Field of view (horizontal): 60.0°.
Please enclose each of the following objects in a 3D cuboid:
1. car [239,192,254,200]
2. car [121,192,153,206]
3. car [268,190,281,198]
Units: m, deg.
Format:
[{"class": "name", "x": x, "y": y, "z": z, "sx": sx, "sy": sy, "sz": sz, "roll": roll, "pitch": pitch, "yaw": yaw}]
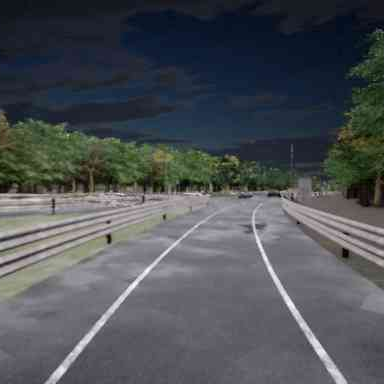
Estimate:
[{"class": "car", "x": 11.624, "y": 0.831, "z": 71.350, "sx": 1.837, "sy": 1.490, "sz": 4.892, "roll": 1, "pitch": 1, "yaw": 32}, {"class": "car", "x": -7.036, "y": 0.841, "z": 43.171, "sx": 2.097, "sy": 1.767, "sz": 4.553, "roll": 1, "pitch": 1, "yaw": 35}, {"class": "car", "x": 21.760, "y": 0.457, "z": 87.757, "sx": 2.150, "sy": 2.045, "sz": 5.566, "roll": 1, "pitch": 1, "yaw": 31}]
